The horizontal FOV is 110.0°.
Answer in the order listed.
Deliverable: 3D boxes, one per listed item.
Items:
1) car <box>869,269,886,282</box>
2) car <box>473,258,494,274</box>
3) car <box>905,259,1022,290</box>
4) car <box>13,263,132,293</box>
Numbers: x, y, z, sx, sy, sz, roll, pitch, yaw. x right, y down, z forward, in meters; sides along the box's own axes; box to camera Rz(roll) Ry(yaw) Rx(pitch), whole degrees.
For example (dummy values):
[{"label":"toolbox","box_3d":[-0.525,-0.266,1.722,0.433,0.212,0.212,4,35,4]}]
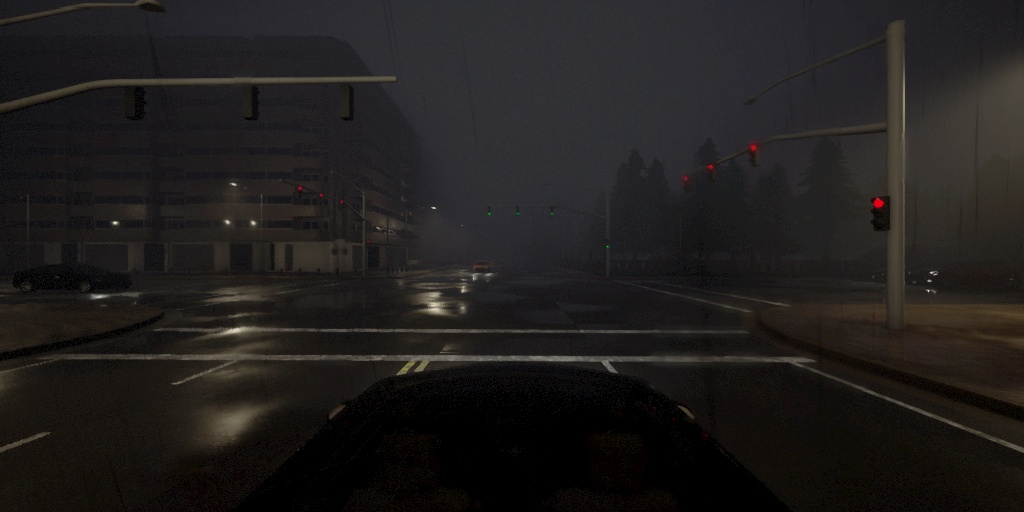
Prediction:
[{"label":"car","box_3d":[28.292,1.220,25.275,4.674,1.442,1.812,0,0,13]},{"label":"car","box_3d":[-3.508,1.276,42.328,1.882,1.535,5.008,0,1,0]},{"label":"car","box_3d":[27.287,1.045,21.878,4.553,1.767,2.097,0,0,13]},{"label":"car","box_3d":[-23.789,1.172,19.546,5.008,1.535,1.882,0,0,0]}]
